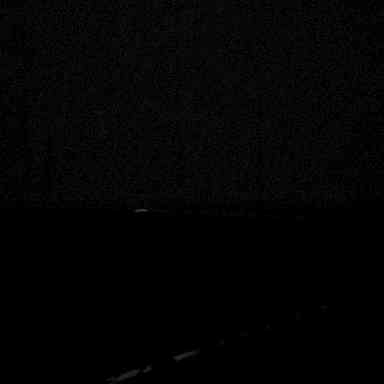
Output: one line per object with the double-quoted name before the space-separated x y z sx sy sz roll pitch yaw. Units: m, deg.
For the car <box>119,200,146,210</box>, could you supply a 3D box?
"car" -9.294 1.985 51.426 2.033 1.411 5.357 1 -1 -42
